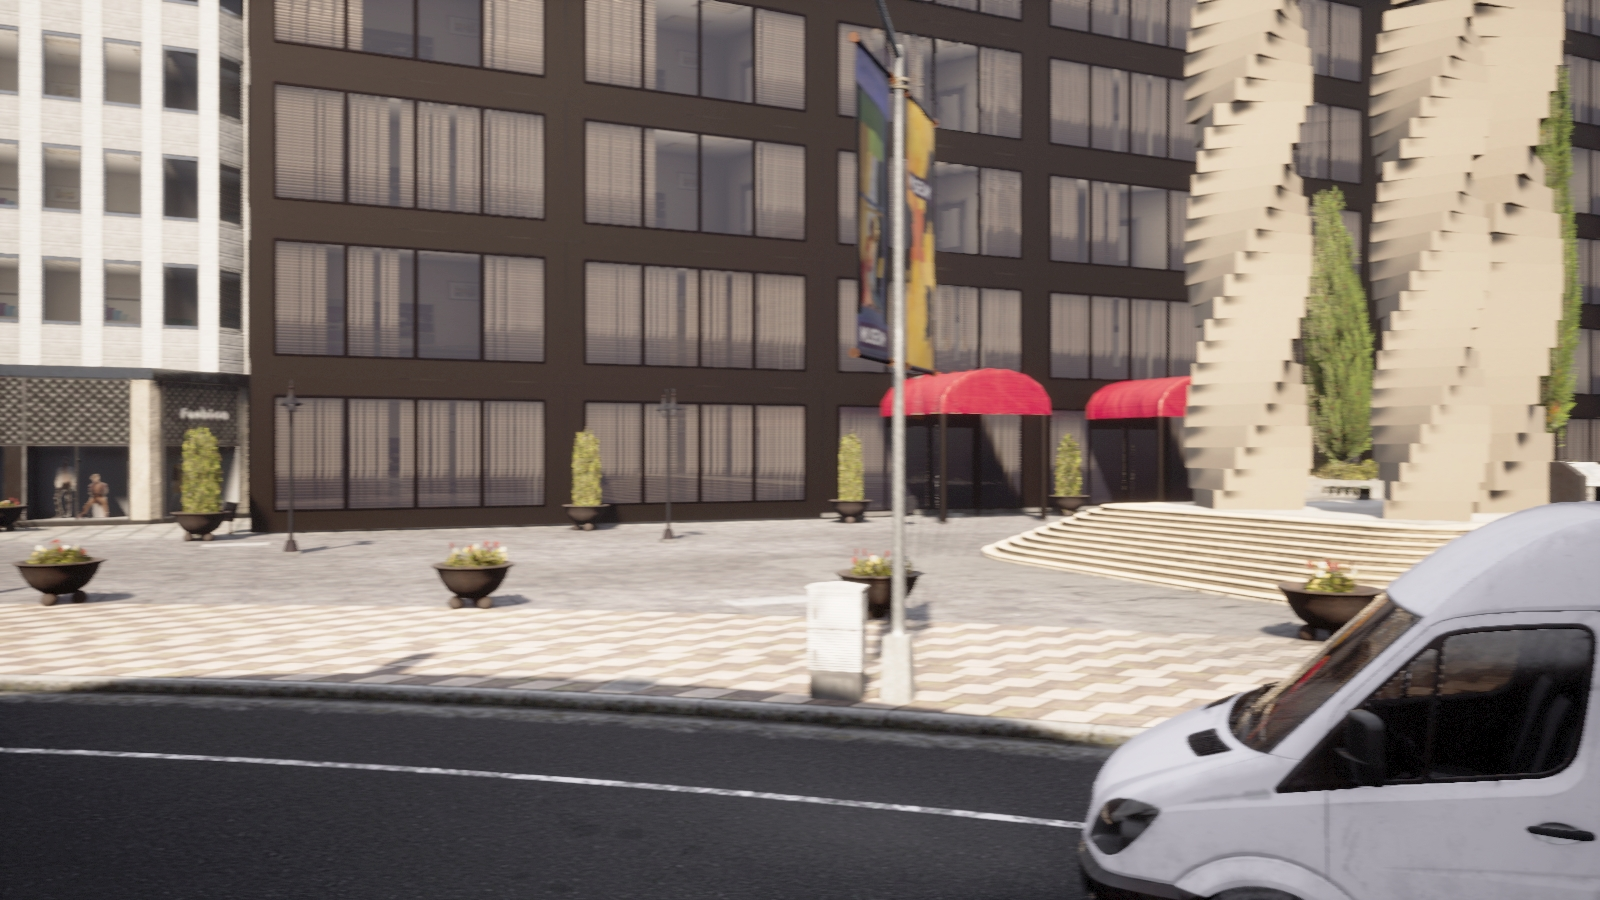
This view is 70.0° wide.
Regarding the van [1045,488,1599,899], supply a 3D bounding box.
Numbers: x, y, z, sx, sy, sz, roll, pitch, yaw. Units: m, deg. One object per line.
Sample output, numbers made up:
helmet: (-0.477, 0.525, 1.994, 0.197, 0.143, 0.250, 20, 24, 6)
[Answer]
van: (4.320, 1.530, 5.327, 5.915, 2.561, 1.988, 0, 0, 25)
